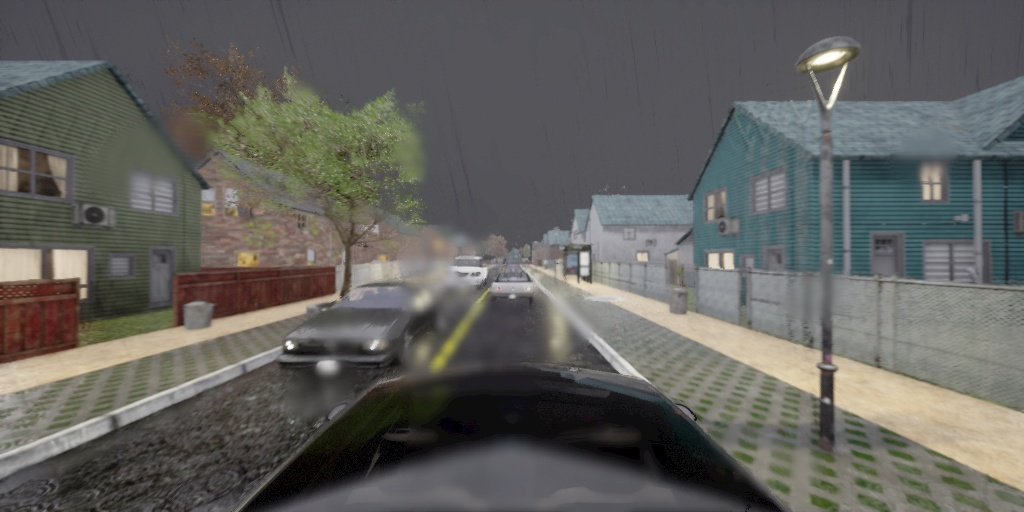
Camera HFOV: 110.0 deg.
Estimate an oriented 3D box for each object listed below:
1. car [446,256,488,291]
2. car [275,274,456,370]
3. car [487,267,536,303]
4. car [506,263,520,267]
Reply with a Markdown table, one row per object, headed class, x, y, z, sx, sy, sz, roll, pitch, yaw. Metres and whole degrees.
| class | x | y | z | sx | sy | sz | roll | pitch | yaw |
| --- | --- | --- | --- | --- | --- | --- | --- | --- | --- |
| car | -2.777 | 1.038 | 22.950 | 2.150 | 2.045 | 5.566 | 0 | 0 | 1 |
| car | -2.806 | 1.313 | 8.178 | 2.033 | 1.411 | 5.357 | 0 | 0 | 1 |
| car | 0.067 | 1.396 | 16.979 | 1.895 | 1.301 | 4.718 | 0 | 0 | 0 |
| car | 0.117 | 1.432 | 37.790 | 2.033 | 1.411 | 5.357 | 0 | 0 | 0 |
